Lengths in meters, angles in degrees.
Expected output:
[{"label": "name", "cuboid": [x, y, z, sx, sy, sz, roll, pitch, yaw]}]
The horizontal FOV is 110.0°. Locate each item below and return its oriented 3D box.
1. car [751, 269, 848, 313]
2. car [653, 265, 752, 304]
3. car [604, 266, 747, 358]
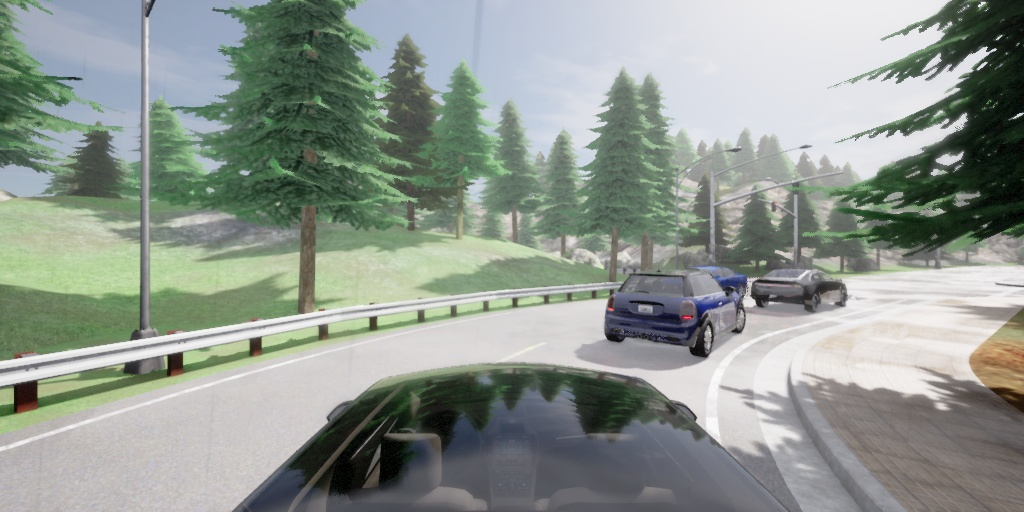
[{"label": "car", "cuboid": [11.363, 1.253, 14.096, 4.902, 1.511, 2.128, 0, 0, -32]}, {"label": "car", "cuboid": [9.121, 1.242, 16.997, 5.008, 1.535, 1.882, 0, 0, -32]}, {"label": "car", "cuboid": [4.176, 1.108, 8.893, 2.097, 1.767, 4.553, 0, 0, 43]}]
